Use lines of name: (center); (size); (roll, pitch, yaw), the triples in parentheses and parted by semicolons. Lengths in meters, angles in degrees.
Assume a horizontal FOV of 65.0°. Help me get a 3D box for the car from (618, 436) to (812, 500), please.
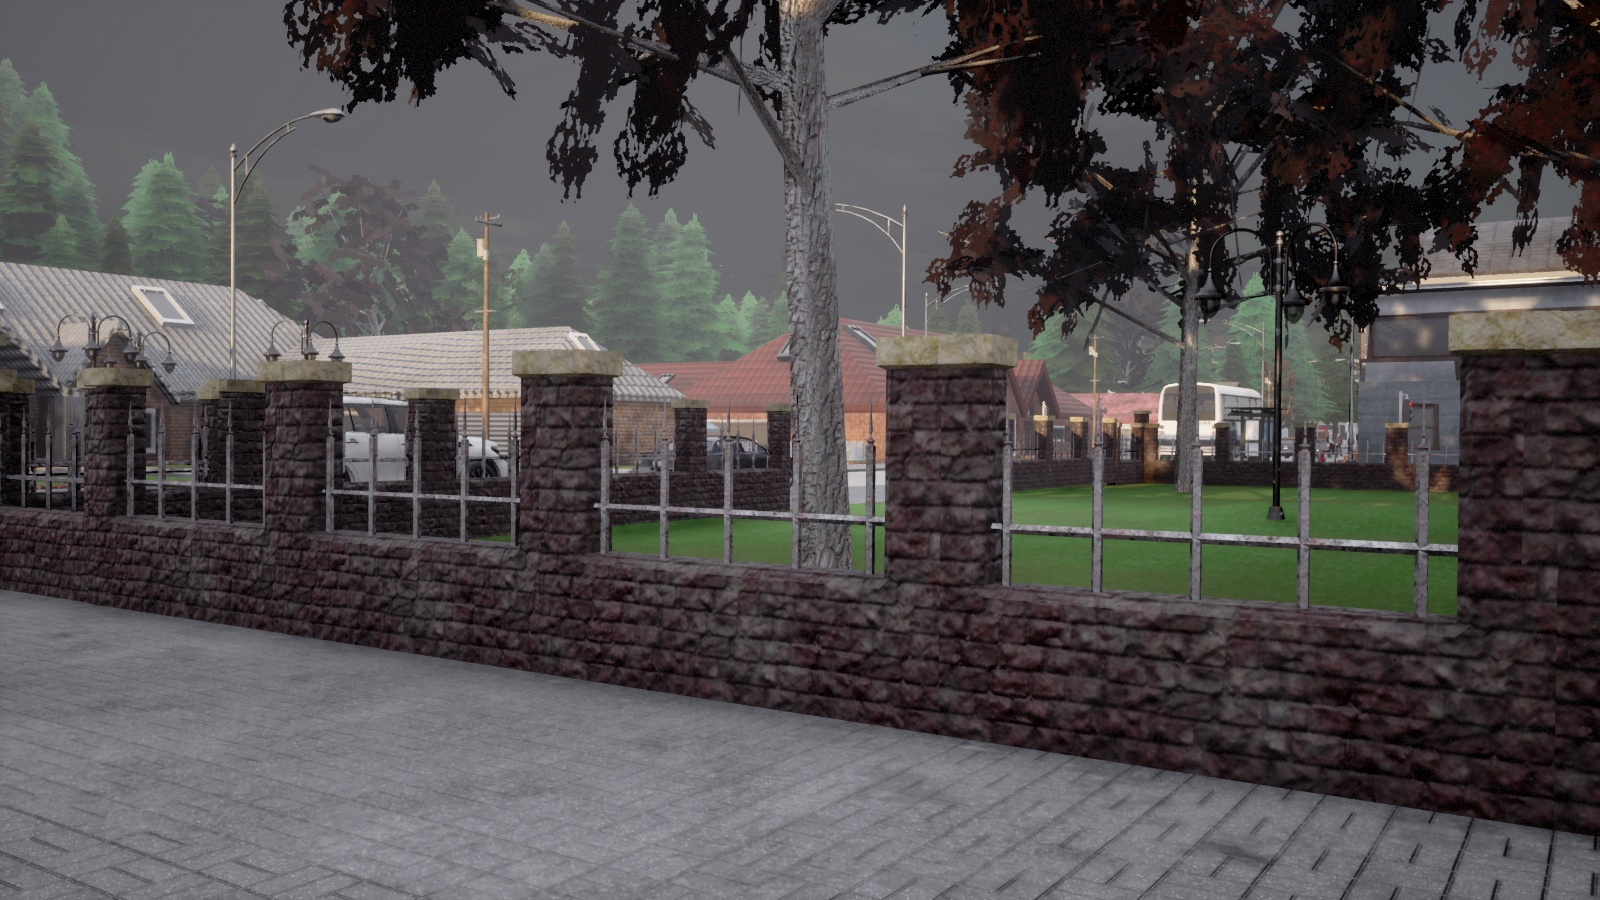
car: (-1.944, 0.375, 30.879); (2.033, 1.411, 5.357); (0, 1, 31)

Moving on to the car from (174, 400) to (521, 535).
car: (-7.683, 0.219, 22.017); (2.150, 2.045, 5.566); (0, 1, 32)

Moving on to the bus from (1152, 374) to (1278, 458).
bus: (22.981, -1.797, 69.111); (3.944, 4.253, 10.273); (0, 1, 34)

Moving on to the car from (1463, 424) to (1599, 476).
car: (23.102, -0.023, 38.316); (5.008, 1.535, 1.882); (0, 1, 30)

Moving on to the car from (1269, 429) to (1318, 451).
car: (33.516, -0.688, 85.177); (2.033, 1.411, 5.357); (0, 1, 33)
